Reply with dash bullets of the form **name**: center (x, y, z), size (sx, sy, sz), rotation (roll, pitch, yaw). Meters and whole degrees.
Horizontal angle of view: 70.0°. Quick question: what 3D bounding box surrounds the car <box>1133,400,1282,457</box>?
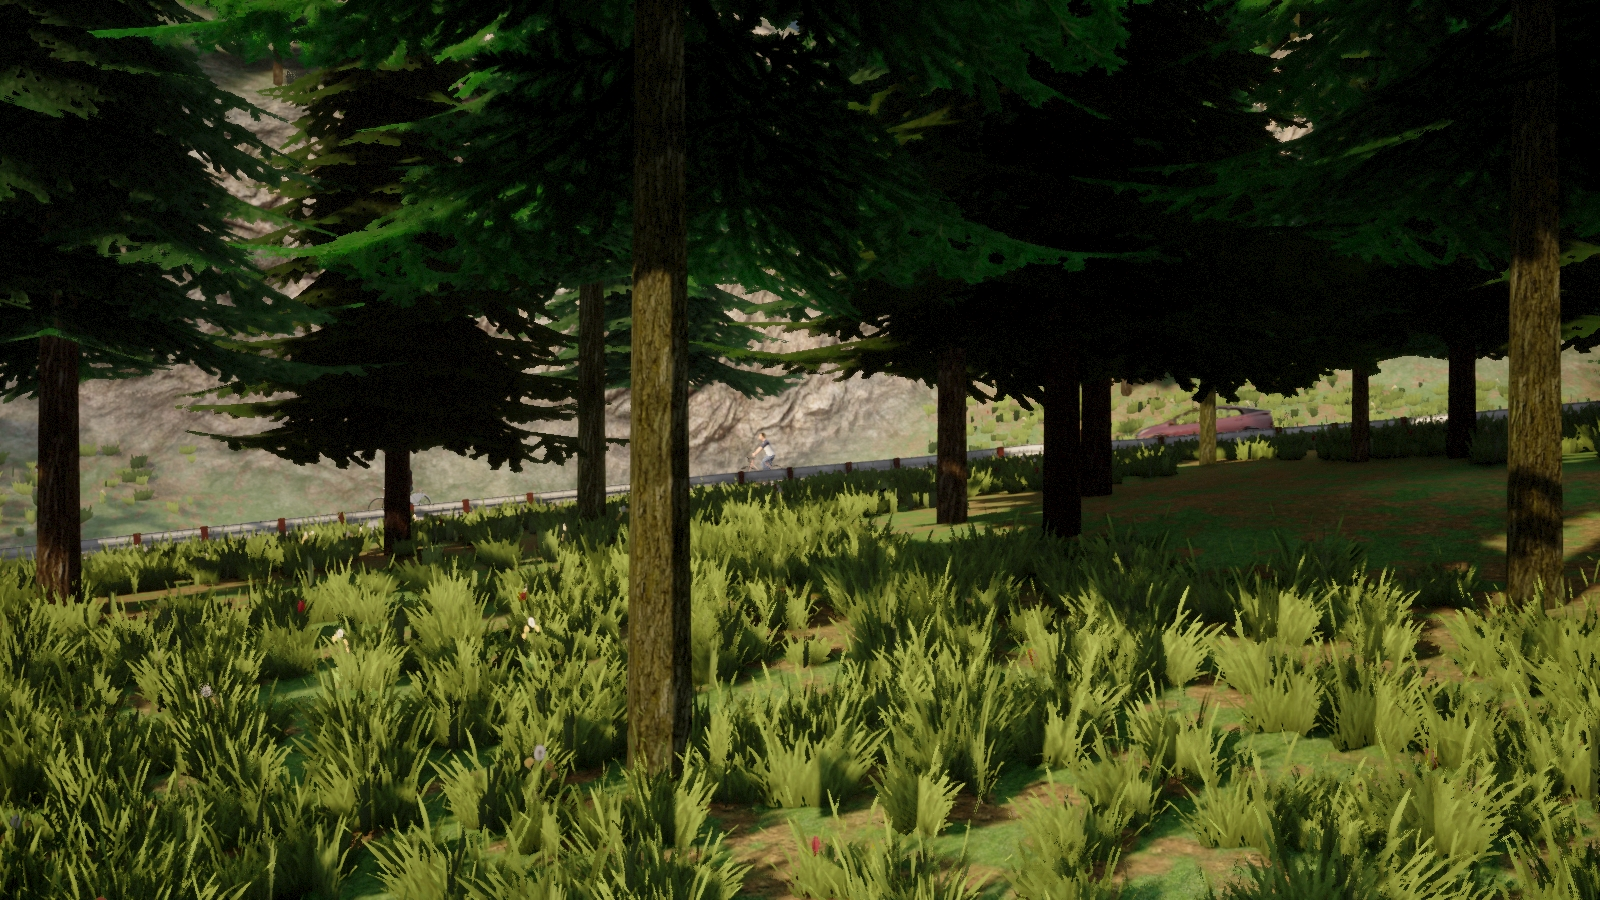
- **car**: center (13.638, -0.690, 38.501), size (4.514, 1.525, 2.007), rotation (-5, -1, 18)

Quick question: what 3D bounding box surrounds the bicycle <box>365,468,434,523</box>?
- **bicycle**: center (-12.075, 1.355, 34.490), size (1.835, 1.471, 0.329), rotation (-5, 2, -29)

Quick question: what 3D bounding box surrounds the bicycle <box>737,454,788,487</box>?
- **bicycle**: center (-1.291, 0.698, 39.036), size (1.643, 1.024, 0.373), rotation (-4, 1, -11)
